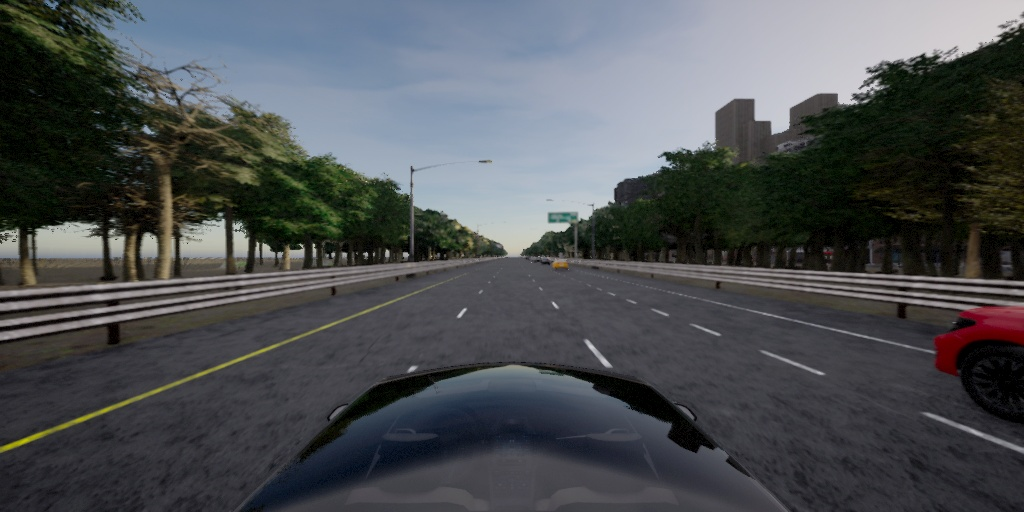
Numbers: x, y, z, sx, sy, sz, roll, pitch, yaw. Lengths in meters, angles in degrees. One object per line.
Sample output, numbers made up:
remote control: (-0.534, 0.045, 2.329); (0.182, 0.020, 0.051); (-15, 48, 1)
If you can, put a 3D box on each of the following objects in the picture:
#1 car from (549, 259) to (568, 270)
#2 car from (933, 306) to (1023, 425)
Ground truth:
car: (7.119, 1.236, 53.611); (1.882, 1.535, 5.008); (0, 0, 0)
car: (6.998, 0.978, 2.574); (2.150, 2.045, 5.566); (0, 0, 0)
